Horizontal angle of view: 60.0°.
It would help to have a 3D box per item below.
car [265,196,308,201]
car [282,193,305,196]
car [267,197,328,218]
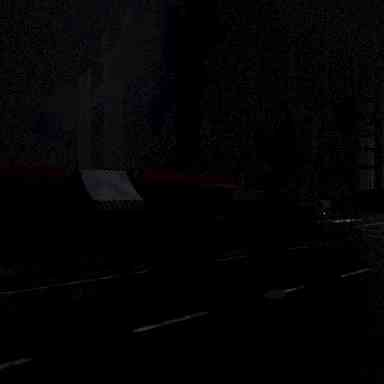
[{"bbox_3d":[9.046,1.449,34.426,1.837,1.490,4.892,0,0,-36],"label":"car"},{"bbox_3d":[17.114,1.114,57.705,1.905,1.878,3.866,0,0,-36],"label":"car"},{"bbox_3d":[9.101,1.449,28.367,1.837,1.490,4.892,0,0,-36],"label":"car"}]
